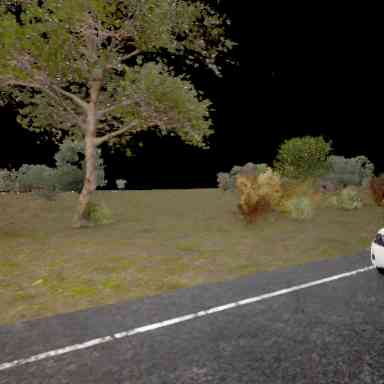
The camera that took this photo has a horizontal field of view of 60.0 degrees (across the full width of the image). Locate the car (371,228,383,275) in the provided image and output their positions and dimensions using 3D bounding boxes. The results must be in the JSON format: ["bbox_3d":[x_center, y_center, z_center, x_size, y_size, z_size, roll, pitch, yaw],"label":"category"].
[{"bbox_3d":[7.240,1.221,9.257,5.566,2.045,2.150,0,0,-36],"label":"car"}]
